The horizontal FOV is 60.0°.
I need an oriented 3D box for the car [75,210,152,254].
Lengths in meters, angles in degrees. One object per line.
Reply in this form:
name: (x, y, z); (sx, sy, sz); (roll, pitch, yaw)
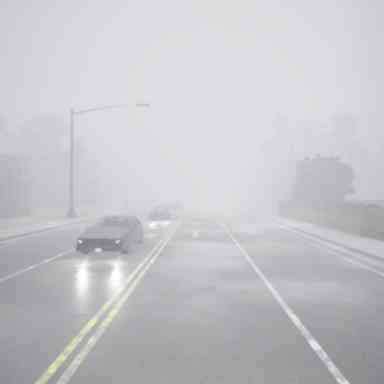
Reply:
car: (-3.265, 1.706, 14.474); (2.033, 1.411, 5.357); (0, -1, 2)

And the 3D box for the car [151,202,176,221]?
car: (-2.849, 1.906, 30.978); (1.994, 1.385, 4.181); (0, -1, 1)

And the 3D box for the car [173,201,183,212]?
car: (-2.361, 2.142, 49.669); (1.837, 1.490, 4.892); (1, -2, 2)
